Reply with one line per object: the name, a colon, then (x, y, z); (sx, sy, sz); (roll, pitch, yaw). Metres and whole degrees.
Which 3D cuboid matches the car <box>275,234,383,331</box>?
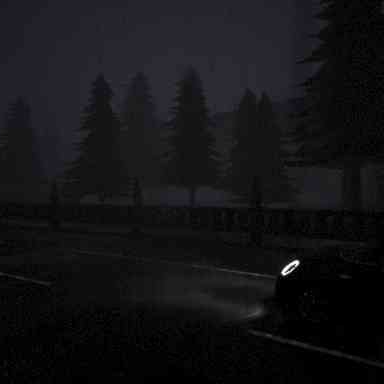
car: (3.720, 1.335, 5.437); (4.553, 1.767, 2.097); (0, 0, 35)
